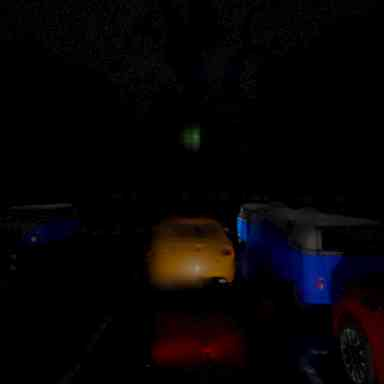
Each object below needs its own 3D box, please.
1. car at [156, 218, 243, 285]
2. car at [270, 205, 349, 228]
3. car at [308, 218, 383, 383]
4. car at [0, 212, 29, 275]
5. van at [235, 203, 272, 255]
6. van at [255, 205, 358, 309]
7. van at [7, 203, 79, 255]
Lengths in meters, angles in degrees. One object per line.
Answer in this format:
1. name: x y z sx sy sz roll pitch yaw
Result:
1. car: 0.084 1.490 9.602 1.882 1.535 5.008 0 0 0
2. car: 8.329 1.722 23.841 4.902 1.511 2.128 1 -1 -7
3. car: 2.758 1.318 2.161 2.192 1.841 5.009 0 0 0
4. car: -5.775 1.450 7.585 1.967 1.590 4.097 0 0 0
5. van: 2.742 1.358 13.036 1.690 1.788 3.998 0 0 0
6. van: 2.750 1.351 7.598 1.690 1.788 3.998 0 0 0
7. van: -5.783 1.358 13.023 1.690 1.788 3.998 0 0 0
